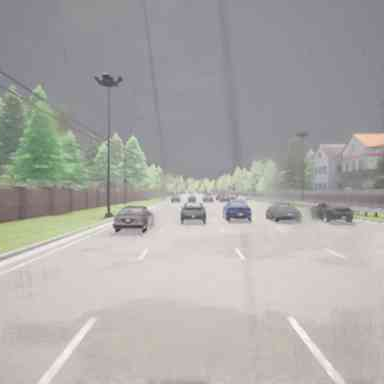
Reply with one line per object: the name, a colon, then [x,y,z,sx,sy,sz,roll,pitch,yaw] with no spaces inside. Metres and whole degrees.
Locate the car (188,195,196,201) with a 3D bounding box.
car: [-0.009,1.427,81.144,1.994,1.385,4.181,0,0,0]

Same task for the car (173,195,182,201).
car: [-3.509,1.398,81.144,1.812,1.442,4.674,0,0,0]

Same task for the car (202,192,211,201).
car: [3.491,1.099,81.175,2.150,2.045,5.566,0,0,0]

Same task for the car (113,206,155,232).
car: [-3.403,1.558,20.170,2.033,1.411,5.357,0,0,0]

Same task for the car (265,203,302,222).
car: [7.097,1.577,26.177,1.994,1.385,4.181,0,0,0]

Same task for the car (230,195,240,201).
car: [10.491,1.427,81.145,1.994,1.385,4.181,0,0,0]

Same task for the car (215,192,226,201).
car: [6.991,1.099,81.175,2.150,2.045,5.566,0,0,0]

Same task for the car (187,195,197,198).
car: [-0.008,1.528,70.724,1.837,1.490,4.892,0,0,0]

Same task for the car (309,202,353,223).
car: [10.597,1.518,25.625,1.837,1.490,4.892,0,0,0]

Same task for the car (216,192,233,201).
car: [6.992,1.384,71.112,2.097,1.767,4.553,0,0,0]

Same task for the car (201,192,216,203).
car: [3.492,1.384,71.111,2.097,1.767,4.553,0,0,0]

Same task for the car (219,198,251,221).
car: [3.596,1.492,27.201,1.882,1.535,5.008,0,0,0]

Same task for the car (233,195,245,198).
car: [10.492,1.553,71.142,1.812,1.442,4.674,0,0,0]

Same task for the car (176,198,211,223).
car: [0.098,1.505,25.558,2.128,1.511,4.902,0,0,0]

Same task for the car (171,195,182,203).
car: [-3.508,1.528,70.724,1.837,1.490,4.892,0,0,0]
